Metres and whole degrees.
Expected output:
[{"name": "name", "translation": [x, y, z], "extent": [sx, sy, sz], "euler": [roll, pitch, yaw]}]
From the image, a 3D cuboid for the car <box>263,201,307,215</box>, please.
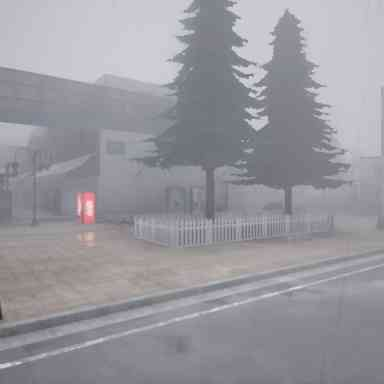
[{"name": "car", "translation": [8.823, 1.542, 31.817], "extent": [1.994, 1.385, 4.181], "euler": [0, 0, -34]}]
